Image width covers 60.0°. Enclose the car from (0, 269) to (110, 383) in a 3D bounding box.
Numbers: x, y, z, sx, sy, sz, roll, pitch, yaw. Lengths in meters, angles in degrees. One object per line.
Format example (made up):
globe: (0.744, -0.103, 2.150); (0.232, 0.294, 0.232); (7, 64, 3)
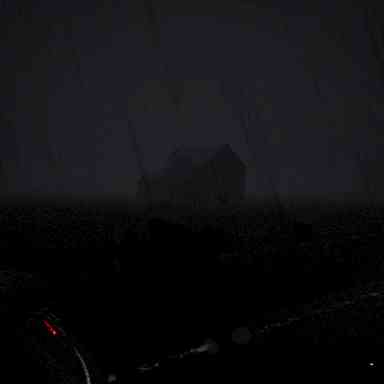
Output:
car: (-2.508, 1.335, 1.219); (4.553, 1.767, 2.097); (0, 0, -36)
